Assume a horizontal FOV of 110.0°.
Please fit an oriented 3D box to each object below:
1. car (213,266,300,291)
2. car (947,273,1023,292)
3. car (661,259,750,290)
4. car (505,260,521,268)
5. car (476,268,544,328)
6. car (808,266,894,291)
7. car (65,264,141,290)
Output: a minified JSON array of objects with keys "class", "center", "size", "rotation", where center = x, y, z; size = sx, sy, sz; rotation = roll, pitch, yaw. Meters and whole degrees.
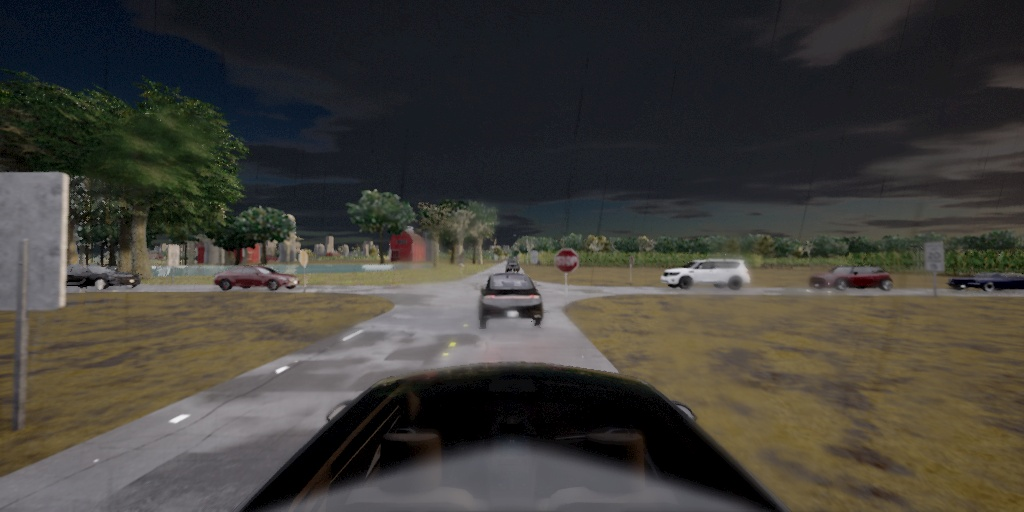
[{"class":"car","center":[-15.490,1.335,21.853],"size":[4.674,1.442,1.812],"rotation":[0,-1,1]},{"class":"car","center":[33.417,1.800,24.838],"size":[4.718,1.301,1.895],"rotation":[1,-1,0]},{"class":"car","center":[13.339,1.260,24.874],"size":[5.566,2.045,2.150],"rotation":[0,-1,1]},{"class":"car","center":[0.095,1.586,48.616],"size":[1.837,1.490,4.892],"rotation":[0,0,0]},{"class":"car","center":[-0.143,1.319,11.792],"size":[2.128,1.511,4.902],"rotation":[0,0,-4]},{"class":"car","center":[23.335,1.464,24.848],"size":[4.553,1.767,2.097],"rotation":[0,-1,0]},{"class":"car","center":[-25.701,1.254,21.879],"size":[5.008,1.535,1.882],"rotation":[0,-1,-1]}]
